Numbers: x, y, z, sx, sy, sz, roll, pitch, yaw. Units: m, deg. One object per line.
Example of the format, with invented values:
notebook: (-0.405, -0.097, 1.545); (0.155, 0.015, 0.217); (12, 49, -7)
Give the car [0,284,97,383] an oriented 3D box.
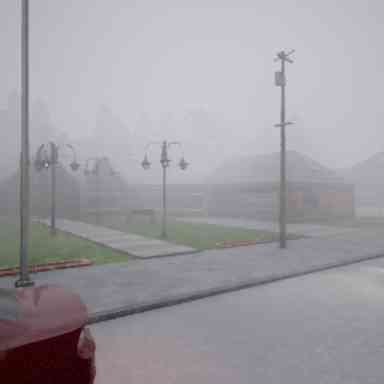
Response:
car: (-3.244, 1.475, 2.305); (5.008, 1.535, 1.882); (0, 0, -36)
